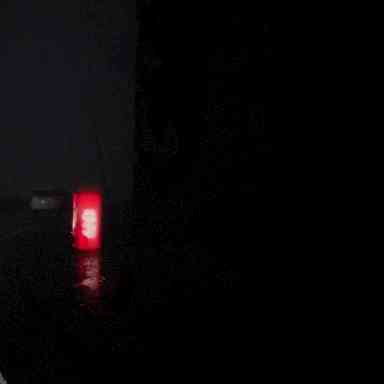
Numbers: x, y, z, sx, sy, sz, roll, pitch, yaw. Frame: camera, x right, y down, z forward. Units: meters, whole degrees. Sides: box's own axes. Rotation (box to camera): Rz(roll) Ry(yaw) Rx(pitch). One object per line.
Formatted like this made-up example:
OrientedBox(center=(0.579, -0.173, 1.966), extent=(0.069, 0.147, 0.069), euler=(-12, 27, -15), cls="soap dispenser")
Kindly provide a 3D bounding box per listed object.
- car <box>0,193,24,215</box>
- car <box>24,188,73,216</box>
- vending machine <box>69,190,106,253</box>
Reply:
OrientedBox(center=(-14.062, 0.900, 25.653), extent=(1.882, 1.535, 5.008), euler=(1, 1, -4), cls="car")
OrientedBox(center=(-10.603, 0.714, 25.916), extent=(2.150, 2.045, 5.566), euler=(1, 1, -4), cls="car")
OrientedBox(center=(-3.668, 0.992, 11.665), extent=(1.100, 2.100, 0.880), euler=(1, 1, -24), cls="vending machine")
